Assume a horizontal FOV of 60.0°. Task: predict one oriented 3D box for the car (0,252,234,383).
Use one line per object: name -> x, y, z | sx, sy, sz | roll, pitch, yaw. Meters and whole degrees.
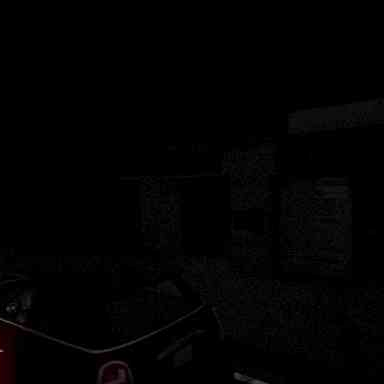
car -> -1.658, 1.473, 4.028 | 4.097, 1.590, 1.967 | -1, 0, 35
